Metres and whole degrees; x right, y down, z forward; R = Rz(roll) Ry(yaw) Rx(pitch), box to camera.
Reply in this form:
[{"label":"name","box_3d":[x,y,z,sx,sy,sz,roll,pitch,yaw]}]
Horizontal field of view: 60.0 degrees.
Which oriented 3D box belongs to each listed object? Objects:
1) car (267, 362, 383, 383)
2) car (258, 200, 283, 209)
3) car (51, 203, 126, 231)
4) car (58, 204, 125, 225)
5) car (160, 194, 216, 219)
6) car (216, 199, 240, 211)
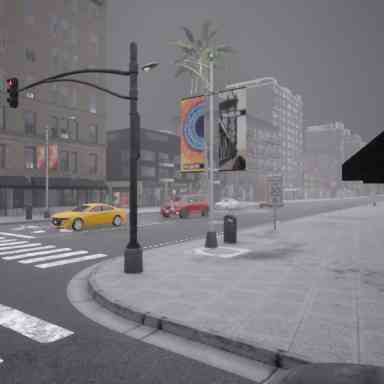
[{"label":"car","box_3d":[2.206,1.551,1.274,4.403,1.369,2.008,0,0,35]},{"label":"car","box_3d":[10.895,1.680,45.911,1.895,1.301,4.718,0,0,36]},{"label":"car","box_3d":[-6.491,1.496,21.325,1.882,1.535,5.008,0,0,35]},{"label":"car","box_3d":[-7.565,1.619,25.459,1.895,1.301,4.718,0,0,35]},{"label":"car","box_3d":[-0.476,1.254,29.869,2.150,2.045,5.566,0,1,35]},{"label":"car","box_3d":[4.545,1.585,42.601,1.812,1.442,4.674,0,0,35]}]
